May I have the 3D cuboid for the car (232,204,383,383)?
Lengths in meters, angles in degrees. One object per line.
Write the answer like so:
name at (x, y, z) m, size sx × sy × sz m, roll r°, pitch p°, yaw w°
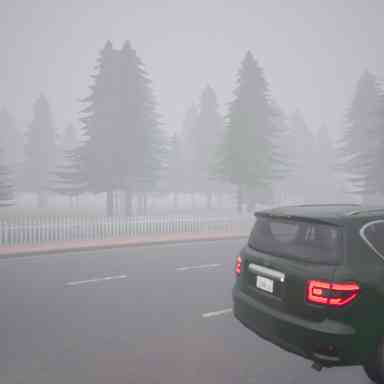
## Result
car at (3.276, 1.220, 5.332) m, size 5.566 × 2.045 × 2.150 m, roll 0°, pitch 0°, yaw -27°
